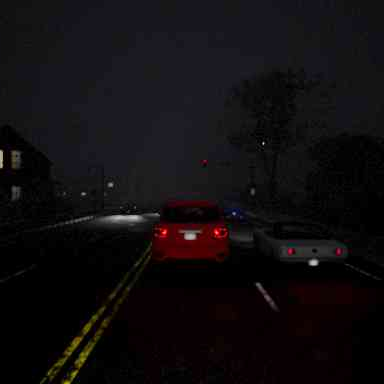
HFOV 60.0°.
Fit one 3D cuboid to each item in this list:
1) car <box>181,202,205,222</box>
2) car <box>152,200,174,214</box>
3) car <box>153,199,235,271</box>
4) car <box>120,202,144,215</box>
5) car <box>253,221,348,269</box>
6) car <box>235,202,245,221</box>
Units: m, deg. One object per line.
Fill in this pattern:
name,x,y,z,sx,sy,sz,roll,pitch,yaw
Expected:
car,0.085,1.624,28.046,1.812,1.442,4.674,0,0,0
car,-3.277,1.678,38.767,2.033,1.411,5.357,0,0,1
car,0.050,1.260,11.181,2.150,2.045,5.566,0,-1,2
car,-6.545,1.725,36.475,1.895,1.301,4.718,0,0,0
car,3.318,1.642,11.247,1.895,1.301,4.718,0,0,0
car,3.339,1.577,28.659,1.882,1.535,5.008,0,0,0
